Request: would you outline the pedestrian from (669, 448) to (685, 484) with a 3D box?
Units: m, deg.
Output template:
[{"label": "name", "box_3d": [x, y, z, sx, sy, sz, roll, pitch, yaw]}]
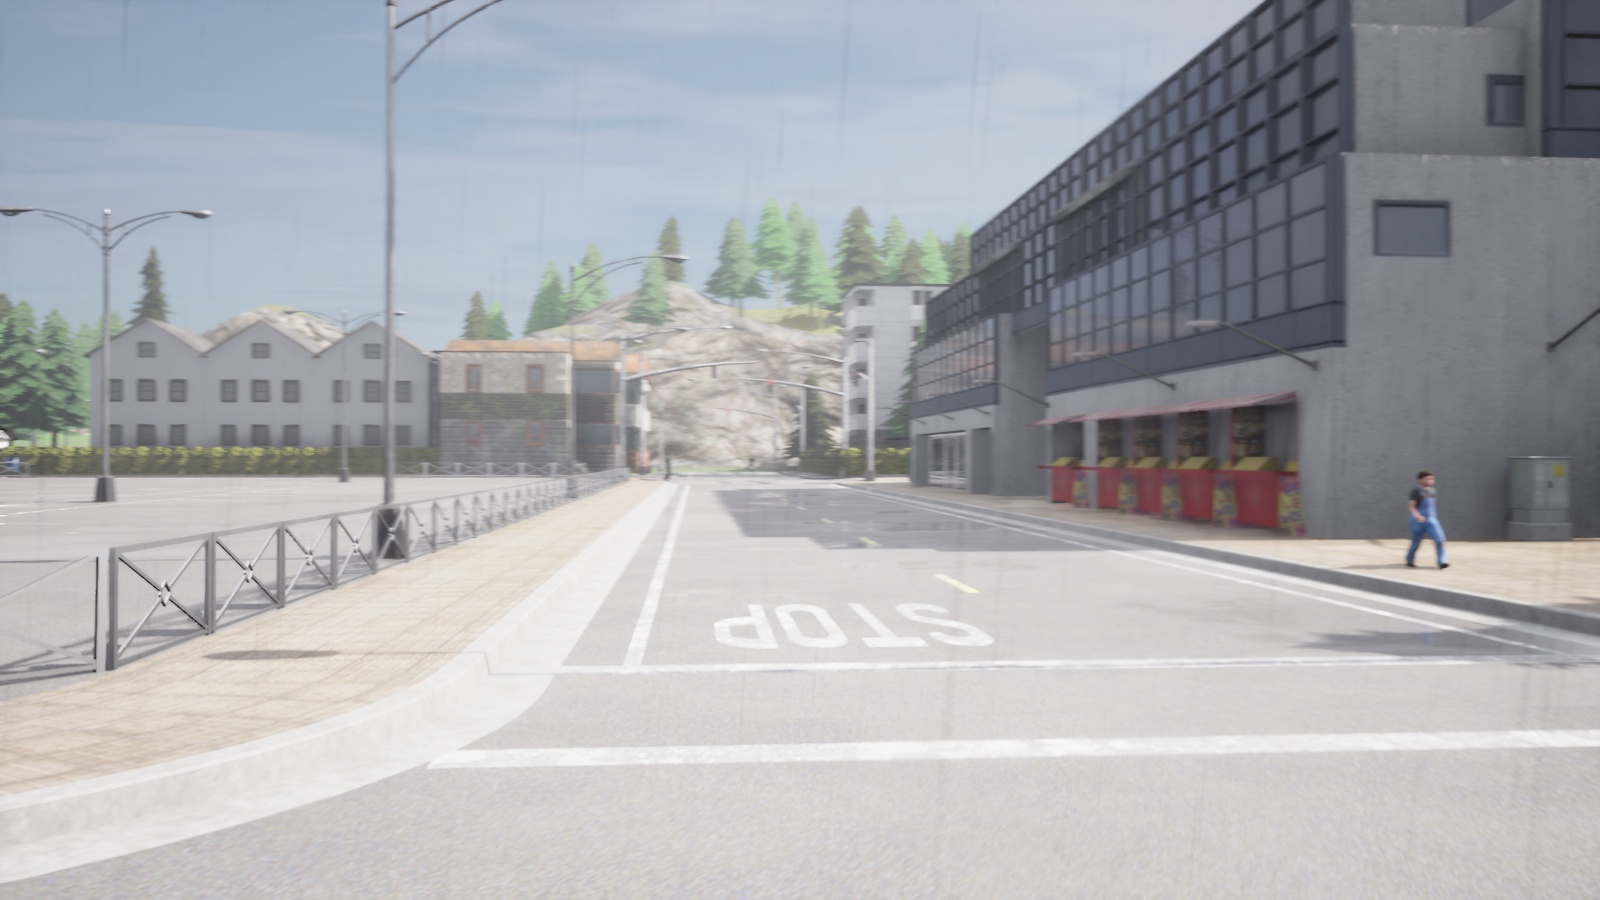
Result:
[{"label": "pedestrian", "box_3d": [-6.749, 0.888, 68.855, 0.788, 1.949, 0.423, 0, 0, 16]}]

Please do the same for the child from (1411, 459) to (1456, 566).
[{"label": "child", "box_3d": [7.594, 0.738, 15.061, 0.270, 1.263, 0.437, 0, 0, -7]}]
